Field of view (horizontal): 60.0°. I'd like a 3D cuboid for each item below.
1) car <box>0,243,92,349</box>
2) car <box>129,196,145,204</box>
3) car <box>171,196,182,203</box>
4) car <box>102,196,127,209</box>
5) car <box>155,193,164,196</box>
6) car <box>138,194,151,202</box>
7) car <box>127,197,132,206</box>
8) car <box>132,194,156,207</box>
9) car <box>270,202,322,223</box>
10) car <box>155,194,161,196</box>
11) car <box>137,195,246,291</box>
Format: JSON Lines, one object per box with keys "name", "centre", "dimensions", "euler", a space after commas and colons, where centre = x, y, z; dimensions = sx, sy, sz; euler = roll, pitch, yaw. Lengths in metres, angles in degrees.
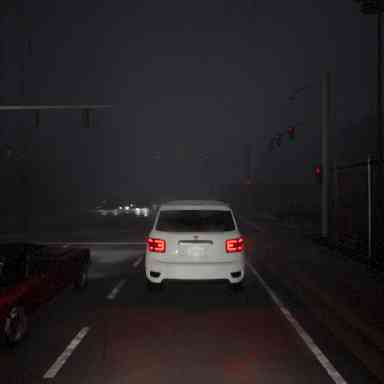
{"name": "car", "centre": [-3.433, 1.601, 6.207], "dimensions": [1.895, 1.301, 4.718], "euler": [0, 0, 1]}
{"name": "car", "centre": [-10.449, 1.491, 63.171], "dimensions": [2.128, 1.511, 4.902], "euler": [0, 0, 1]}
{"name": "car", "centre": [-3.354, 1.541, 73.079], "dimensions": [2.033, 1.411, 5.357], "euler": [0, 0, 0]}
{"name": "car", "centre": [-10.522, 1.352, 44.627], "dimensions": [2.097, 1.767, 4.553], "euler": [0, 0, 0]}
{"name": "car", "centre": [-6.889, 1.221, 68.988], "dimensions": [2.150, 2.045, 5.566], "euler": [0, 0, 0]}
{"name": "car", "centre": [-10.382, 1.354, 73.220], "dimensions": [2.097, 1.767, 4.553], "euler": [0, 0, 0]}
{"name": "car", "centre": [-10.504, 1.491, 53.780], "dimensions": [2.128, 1.511, 4.902], "euler": [0, 0, 0]}
{"name": "car", "centre": [-7.008, 1.491, 49.016], "dimensions": [2.128, 1.511, 4.902], "euler": [0, 0, 0]}
{"name": "car", "centre": [8.542, 1.657, 25.516], "dimensions": [4.718, 1.301, 1.895], "euler": [0, 0, 0]}
{"name": "car", "centre": [-6.981, 1.525, 58.275], "dimensions": [1.812, 1.442, 4.674], "euler": [0, 0, 0]}
{"name": "car", "centre": [0.087, 1.221, 9.132], "dimensions": [2.150, 2.045, 5.566], "euler": [0, 0, 0]}
